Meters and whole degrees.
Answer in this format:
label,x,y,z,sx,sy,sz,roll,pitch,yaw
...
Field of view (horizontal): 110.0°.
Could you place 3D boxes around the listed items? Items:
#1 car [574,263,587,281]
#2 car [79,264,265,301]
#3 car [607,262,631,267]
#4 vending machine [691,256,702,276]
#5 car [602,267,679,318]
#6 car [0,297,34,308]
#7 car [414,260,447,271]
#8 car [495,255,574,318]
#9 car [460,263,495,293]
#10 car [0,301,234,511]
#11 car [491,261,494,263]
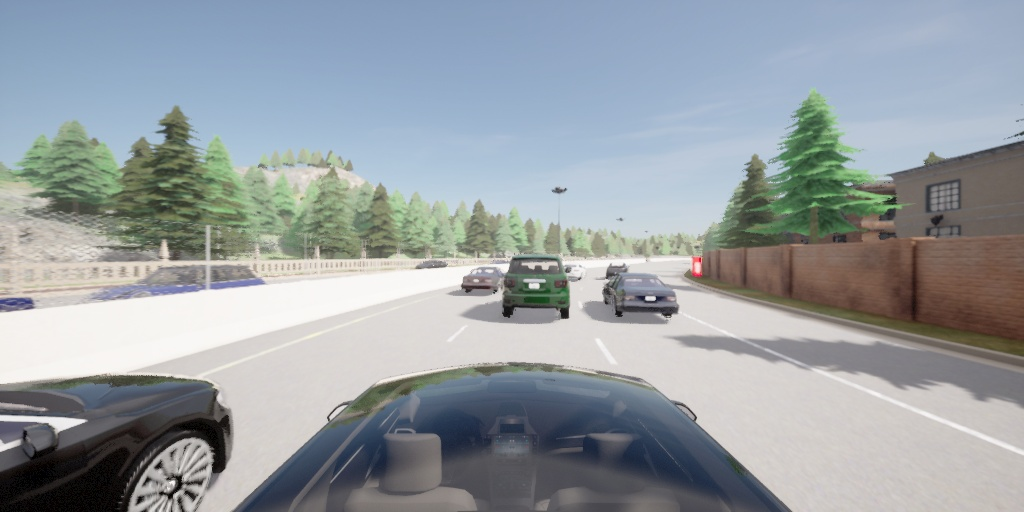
label,x,y,z,sx,sy,sz,roll,pitch,yaw
car,5.279,1.314,30.975,1.812,1.442,4.674,0,0,19
car,-9.946,1.061,10.947,2.097,1.767,4.553,0,0,6
car,9.833,1.301,33.164,2.128,1.511,4.902,0,0,21
vending machine,18.049,1.044,35.011,1.100,2.100,0.880,0,0,25
car,4.509,1.324,13.246,2.033,1.411,5.357,0,0,8
car,-13.804,1.290,7.304,1.895,1.301,4.718,0,0,4
car,-9.423,1.232,41.930,1.837,1.490,4.892,0,-1,22
car,1.006,0.982,13.241,2.150,2.045,5.566,0,0,8
car,-1.285,1.300,20.549,2.033,1.411,5.357,0,0,12
car,-3.278,1.226,1.058,2.128,1.511,4.902,0,0,0
car,-1.894,1.289,50.104,1.812,1.442,4.674,0,0,27
